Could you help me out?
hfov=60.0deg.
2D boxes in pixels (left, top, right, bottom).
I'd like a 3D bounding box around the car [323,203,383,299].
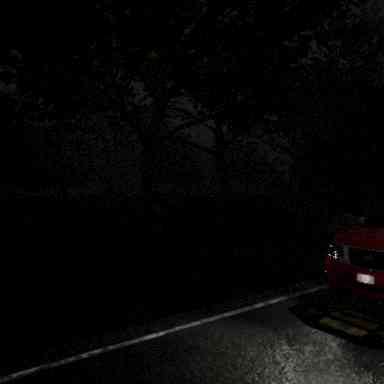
[{"bbox_3d":[5.285,1.133,7.358,5.566,2.045,2.150,-1,0,-35],"label":"car"}]
